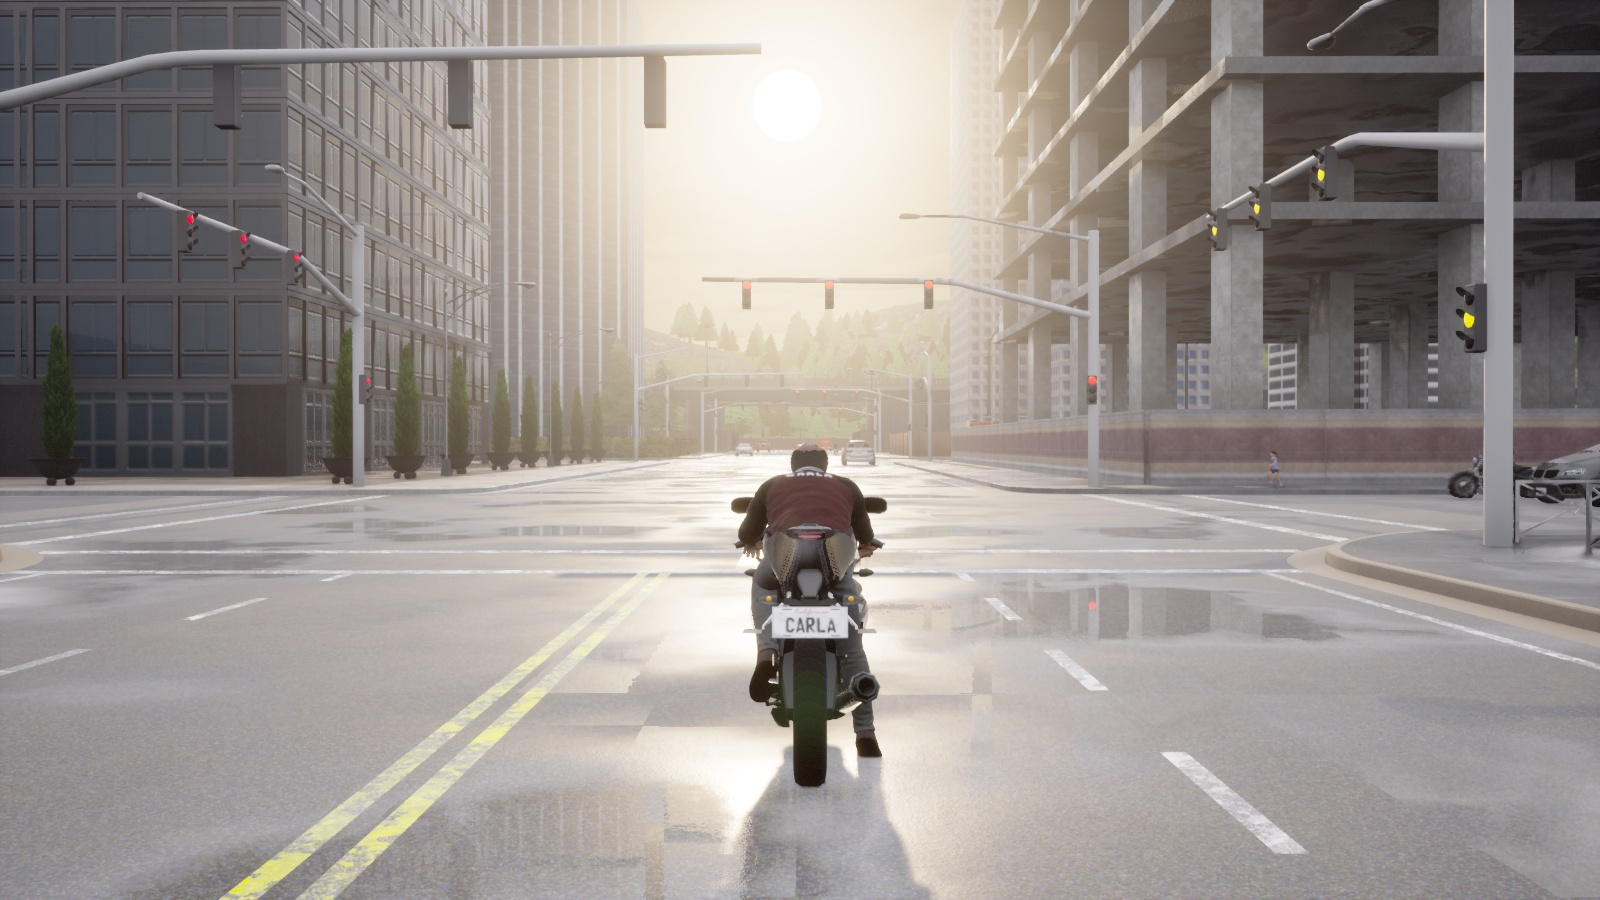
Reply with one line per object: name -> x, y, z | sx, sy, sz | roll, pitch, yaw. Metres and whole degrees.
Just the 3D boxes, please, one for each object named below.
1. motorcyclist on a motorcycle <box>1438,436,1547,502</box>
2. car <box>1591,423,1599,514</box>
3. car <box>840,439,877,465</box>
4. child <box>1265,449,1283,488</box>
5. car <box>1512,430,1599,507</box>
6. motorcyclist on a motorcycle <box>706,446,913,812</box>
motorcyclist on a motorcycle -> 17.578, 0.475, 31.898 | 2.350, 1.649, 0.766 | 0, 0, 0
car -> 18.597, 0.382, 24.896 | 4.605, 1.855, 1.932 | 0, 0, 0
car -> 3.933, 0.114, 85.024 | 2.242, 1.667, 4.611 | 0, 0, 0
child -> 13.682, 0.534, 36.234 | 0.394, 1.110, 0.255 | 0, 0, -10
car -> 19.038, 0.390, 28.397 | 4.611, 1.667, 2.242 | 0, 0, 0
motorcyclist on a motorcycle -> 0.046, 0.746, 6.351 | 0.866, 1.530, 2.191 | 0, 0, 0
